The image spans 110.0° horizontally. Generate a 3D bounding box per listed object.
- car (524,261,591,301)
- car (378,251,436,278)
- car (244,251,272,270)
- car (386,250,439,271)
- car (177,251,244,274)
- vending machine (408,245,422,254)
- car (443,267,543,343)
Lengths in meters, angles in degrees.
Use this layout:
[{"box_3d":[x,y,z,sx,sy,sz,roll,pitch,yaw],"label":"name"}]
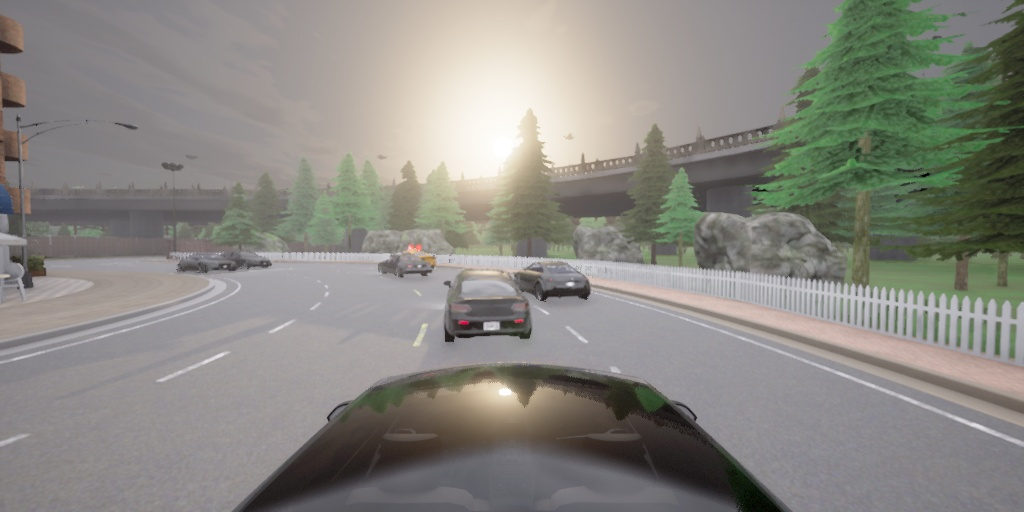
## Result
[{"box_3d":[1.452,0.899,14.547,1.994,1.385,4.181,0,2,-17],"label":"car"},{"box_3d":[-7.061,0.596,23.399,2.033,1.411,5.357,-1,2,-38],"label":"car"},{"box_3d":[-22.454,0.342,29.932,4.892,1.490,1.837,1,1,18],"label":"car"},{"box_3d":[-8.302,0.325,29.621,5.008,1.535,1.882,2,2,43],"label":"car"},{"box_3d":[-22.146,0.526,26.090,4.181,1.385,1.994,1,2,21],"label":"car"},{"box_3d":[-9.727,-0.165,36.082,0.880,2.100,1.100,0,0,34],"label":"vending machine"},{"box_3d":[-0.702,1.044,8.875,1.812,1.442,4.674,0,2,-8],"label":"car"}]
